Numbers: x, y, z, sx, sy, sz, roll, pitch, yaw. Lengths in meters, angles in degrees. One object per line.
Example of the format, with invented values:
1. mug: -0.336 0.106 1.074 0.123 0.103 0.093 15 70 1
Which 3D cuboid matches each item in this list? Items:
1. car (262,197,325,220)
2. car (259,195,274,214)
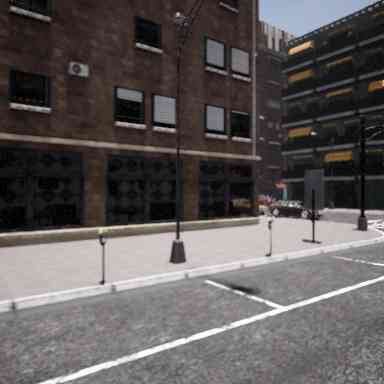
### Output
1. car: 7.934 1.319 25.409 2.008 1.369 4.403 1 0 -36
2. car: 4.755 1.218 29.771 1.752 1.417 4.829 1 0 -36
